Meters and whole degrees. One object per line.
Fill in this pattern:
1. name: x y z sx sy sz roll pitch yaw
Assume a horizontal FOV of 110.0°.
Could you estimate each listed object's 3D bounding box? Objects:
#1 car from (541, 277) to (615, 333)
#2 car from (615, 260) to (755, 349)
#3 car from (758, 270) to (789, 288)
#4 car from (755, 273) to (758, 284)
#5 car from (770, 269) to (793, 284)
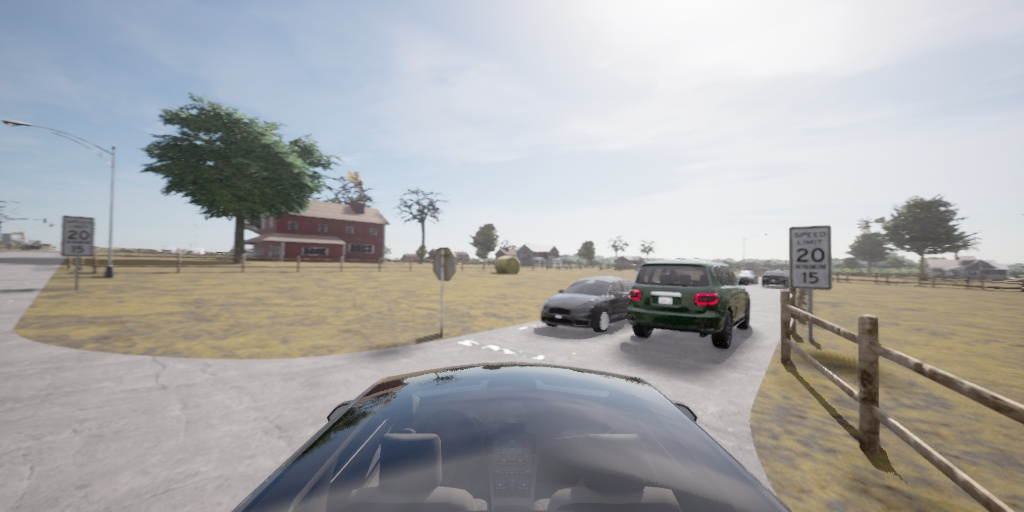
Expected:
1. car: 2.837 1.460 11.793 1.837 1.490 4.892 -1 -1 40
2. car: 5.171 1.159 10.146 2.150 2.045 5.566 -1 -2 40
3. car: 24.877 2.107 33.800 1.882 1.535 5.008 -1 -2 40
4. car: 25.508 2.353 38.951 2.033 1.411 5.357 -1 -2 40
5. car: 31.381 2.342 41.704 1.882 1.535 5.008 -1 -2 40
